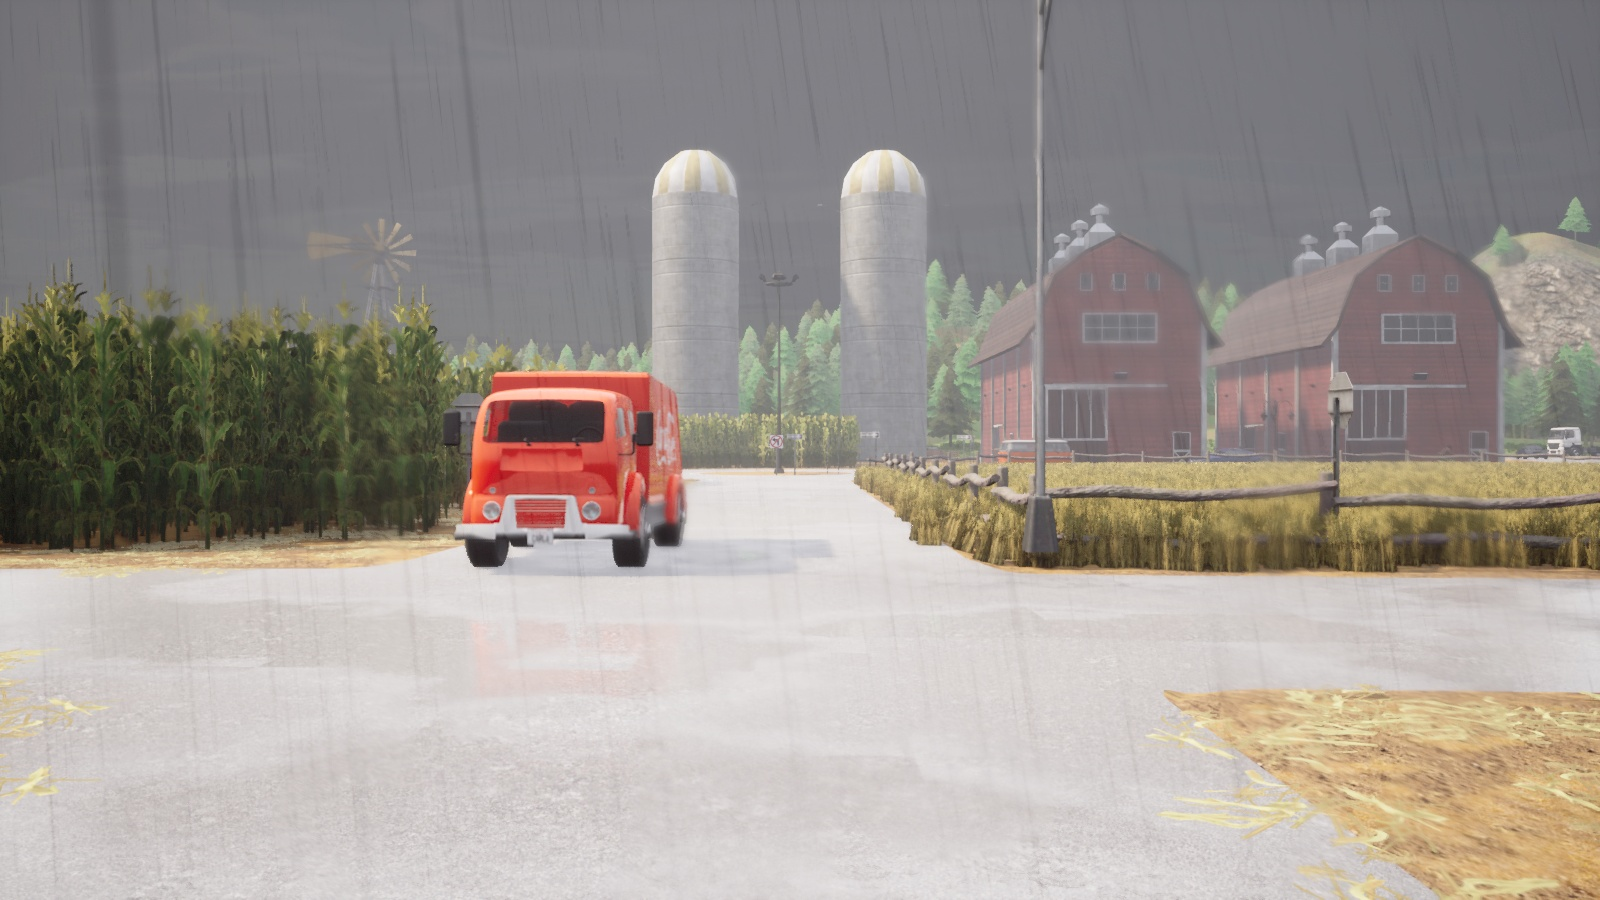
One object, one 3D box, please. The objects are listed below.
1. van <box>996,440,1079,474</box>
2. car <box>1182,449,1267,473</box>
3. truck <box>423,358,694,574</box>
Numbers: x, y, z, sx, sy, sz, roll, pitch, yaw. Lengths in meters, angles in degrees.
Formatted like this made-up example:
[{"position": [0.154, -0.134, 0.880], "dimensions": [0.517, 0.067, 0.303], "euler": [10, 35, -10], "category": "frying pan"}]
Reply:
[{"position": [13.960, 0.410, 73.774], "dimensions": [4.442, 1.987, 1.775], "euler": [0, 0, -12], "category": "van"}, {"position": [26.373, 0.672, 78.128], "dimensions": [4.674, 1.442, 1.812], "euler": [0, 0, -3], "category": "car"}, {"position": [-2.985, 0.205, 16.993], "dimensions": [2.627, 2.467, 5.204], "euler": [0, 0, 0], "category": "truck"}]
